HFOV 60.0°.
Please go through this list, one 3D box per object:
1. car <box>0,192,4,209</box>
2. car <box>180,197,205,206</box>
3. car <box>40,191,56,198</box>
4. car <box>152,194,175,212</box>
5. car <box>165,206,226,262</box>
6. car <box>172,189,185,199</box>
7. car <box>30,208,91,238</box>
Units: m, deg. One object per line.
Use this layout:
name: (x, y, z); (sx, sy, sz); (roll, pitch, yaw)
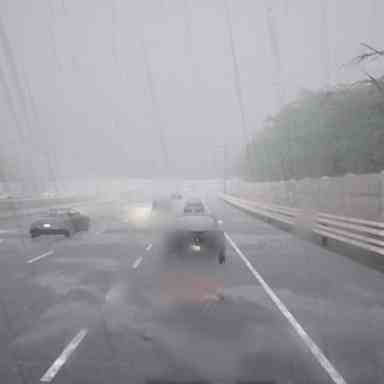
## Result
car: (-24.441, 1.084, 38.515); (2.150, 2.045, 5.566); (0, 1, 1)
car: (0.199, 1.435, 31.393); (2.128, 1.511, 4.902); (0, 1, 0)
car: (-30.986, 0.617, 71.759); (1.812, 1.442, 4.674); (0, 1, 1)
car: (-3.357, 1.351, 37.812); (1.882, 1.535, 5.008); (0, 1, 0)
car: (0.115, 1.478, 12.105); (1.882, 1.535, 5.008); (0, 0, 0)
car: (-3.047, 0.664, 67.164); (2.097, 1.767, 4.553); (0, 1, 1)
car: (-6.868, 1.564, 17.789); (1.994, 1.385, 4.181); (0, 0, 0)
